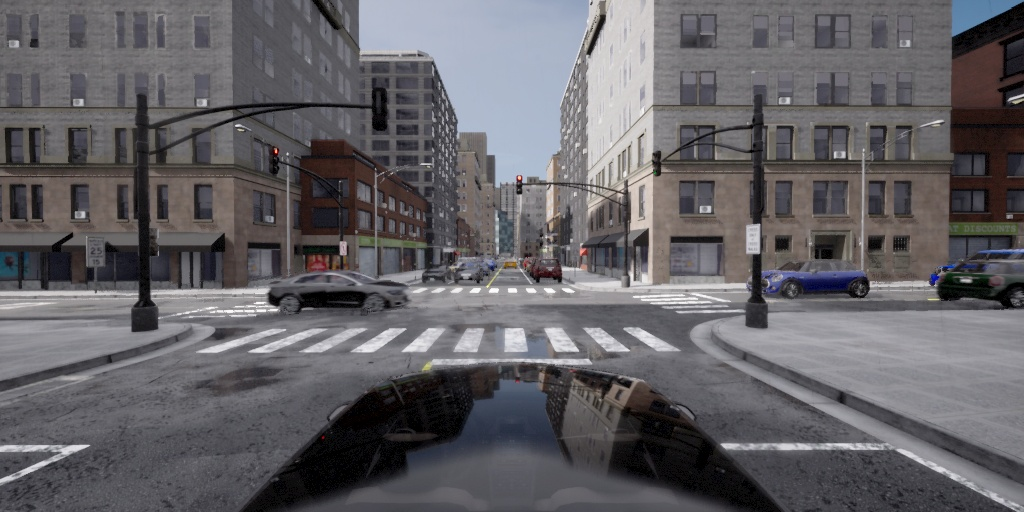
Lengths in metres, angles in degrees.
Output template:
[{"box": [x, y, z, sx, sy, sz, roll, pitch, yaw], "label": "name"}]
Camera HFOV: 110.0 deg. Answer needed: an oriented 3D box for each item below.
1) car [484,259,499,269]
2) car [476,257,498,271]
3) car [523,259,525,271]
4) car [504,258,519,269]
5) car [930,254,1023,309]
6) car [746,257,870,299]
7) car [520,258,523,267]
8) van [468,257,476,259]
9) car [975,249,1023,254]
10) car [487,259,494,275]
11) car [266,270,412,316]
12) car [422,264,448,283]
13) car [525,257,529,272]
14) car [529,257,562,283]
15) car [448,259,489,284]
[{"box": [-3.295, 1.294, 57.931, 2.033, 1.411, 5.357, 0, 0, 0], "label": "car"}, {"box": [-3.277, 1.228, 47.328, 1.882, 1.535, 5.008, 0, 0, 0], "label": "car"}, {"box": [2.674, 1.276, 45.105, 1.751, 1.417, 4.829, 0, 0, 0], "label": "car"}, {"box": [-0.242, 1.225, 57.149, 1.882, 1.535, 5.008, 0, 0, 0], "label": "car"}, {"box": [18.983, 0.917, 13.332, 4.553, 1.767, 2.097, -1, 1, 0], "label": "car"}, {"box": [13.402, 0.937, 16.455, 4.553, 1.767, 2.097, -1, 1, -1], "label": "car"}, {"box": [2.651, 1.064, 50.521, 2.192, 1.841, 5.009, 0, 0, 0], "label": "car"}, {"box": [-5.855, 1.092, 44.897, 1.690, 1.789, 3.998, 0, 0, 0], "label": "van"}, {"box": [22.974, 0.704, 16.562, 5.566, 2.045, 2.150, -1, 1, 0], "label": "car"}, {"box": [-3.245, 1.300, 37.133, 2.033, 1.411, 5.357, 0, 0, 0], "label": "car"}, {"box": [-6.206, 1.275, 13.129, 4.902, 1.511, 2.128, -1, 0, -1], "label": "car"}, {"box": [-5.780, 1.318, 28.140, 1.948, 1.339, 4.313, 0, 0, 0], "label": "car"}, {"box": [2.722, 1.067, 33.764, 2.192, 1.841, 5.009, 0, 0, 0], "label": "car"}, {"box": [2.746, 1.066, 28.178, 2.192, 1.841, 5.009, 0, 0, 0], "label": "car"}, {"box": [-3.204, 1.244, 27.311, 2.128, 1.511, 4.902, 0, 0, 0], "label": "car"}]
